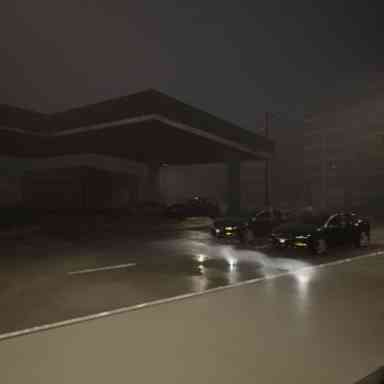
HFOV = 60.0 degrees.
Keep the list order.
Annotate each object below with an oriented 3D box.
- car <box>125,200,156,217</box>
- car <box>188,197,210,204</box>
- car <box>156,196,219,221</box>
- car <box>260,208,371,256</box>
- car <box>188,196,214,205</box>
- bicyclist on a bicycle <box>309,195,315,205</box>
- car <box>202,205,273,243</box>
[{"bbox_3d":[-3.991,1.445,29.834,3.806,1.475,1.970,0,0,-35],"label":"car"},{"bbox_3d":[1.308,1.572,63.808,1.895,1.301,4.718,0,0,-36],"label":"car"},{"bbox_3d":[-0.034,1.284,25.600,4.611,1.667,2.242,0,0,-35],"label":"car"},{"bbox_3d":[5.183,1.497,13.172,4.892,1.490,1.837,1,0,-35],"label":"car"},{"bbox_3d":[1.459,1.451,57.585,1.882,1.535,5.008,0,0,-36],"label":"car"},{"bbox_3d":[18.866,1.267,52.457,1.656,1.620,0.582,0,0,-36],"label":"bicyclist on a bicycle"},{"bbox_3d":[3.147,1.497,16.068,4.892,1.490,1.837,1,0,-34],"label":"car"}]
